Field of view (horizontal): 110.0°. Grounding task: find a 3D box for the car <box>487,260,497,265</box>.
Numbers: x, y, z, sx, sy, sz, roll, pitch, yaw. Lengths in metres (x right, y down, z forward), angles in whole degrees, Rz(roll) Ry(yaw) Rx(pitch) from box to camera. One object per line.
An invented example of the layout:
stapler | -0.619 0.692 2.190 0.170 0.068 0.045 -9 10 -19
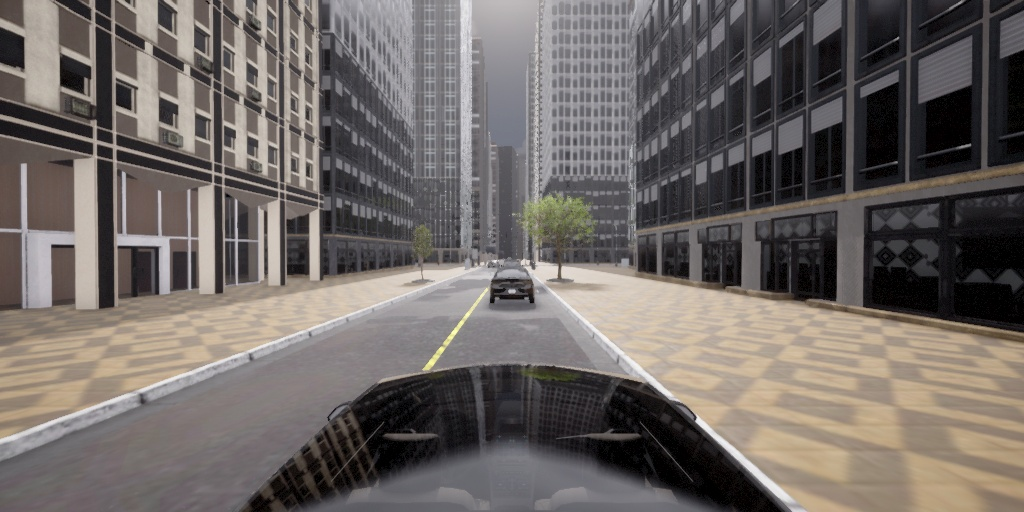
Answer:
car | -3.000 1.384 59.505 1.994 1.385 4.181 0 0 0

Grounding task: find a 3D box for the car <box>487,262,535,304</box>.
car | 0.000 1.233 16.501 1.882 1.535 5.008 0 0 0

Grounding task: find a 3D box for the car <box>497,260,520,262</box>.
car | 0.000 1.121 31.471 2.097 1.767 4.553 0 0 0
